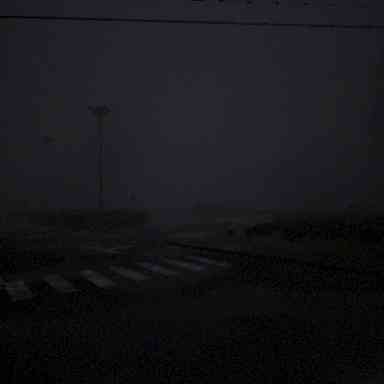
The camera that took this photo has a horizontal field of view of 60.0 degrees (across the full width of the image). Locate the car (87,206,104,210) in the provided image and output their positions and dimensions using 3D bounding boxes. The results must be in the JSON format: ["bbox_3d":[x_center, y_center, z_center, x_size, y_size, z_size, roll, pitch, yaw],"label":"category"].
[{"bbox_3d":[-17.377,3.289,58.269,4.902,1.511,2.128,-3,-2,38],"label":"car"}]

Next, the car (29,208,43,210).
[{"bbox_3d":[-28.413,3.621,59.889,4.902,1.511,2.128,-1,-1,-25],"label":"car"}]

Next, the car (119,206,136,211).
[{"bbox_3d":[-12.300,3.243,61.051,3.905,1.438,1.784,-1,-2,-40],"label":"car"}]

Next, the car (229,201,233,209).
[{"bbox_3d":[5.878,2.531,60.277,3.866,1.878,1.905,-1,-2,-40],"label":"car"}]

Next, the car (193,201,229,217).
[{"bbox_3d":[2.267,2.280,43.955,4.605,1.855,1.932,-1,-2,-40],"label":"car"}]

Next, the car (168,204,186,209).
[{"bbox_3d":[-3.210,3.178,70.233,4.193,1.474,1.816,-1,-2,-40],"label":"car"}]

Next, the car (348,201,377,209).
[{"bbox_3d":[21.426,1.889,41.735,4.611,1.667,2.242,-1,-2,-40],"label":"car"}]
